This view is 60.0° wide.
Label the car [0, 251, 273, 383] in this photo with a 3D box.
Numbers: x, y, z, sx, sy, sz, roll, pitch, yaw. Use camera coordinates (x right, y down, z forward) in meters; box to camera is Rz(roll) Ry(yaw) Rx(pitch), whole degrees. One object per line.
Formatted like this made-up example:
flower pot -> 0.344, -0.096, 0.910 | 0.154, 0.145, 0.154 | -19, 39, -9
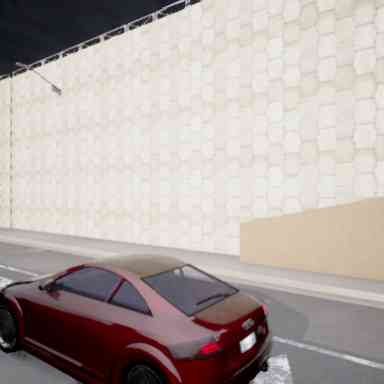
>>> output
car -> -1.024, 1.576, 4.725 | 4.181, 1.385, 1.994 | 0, 0, 36
